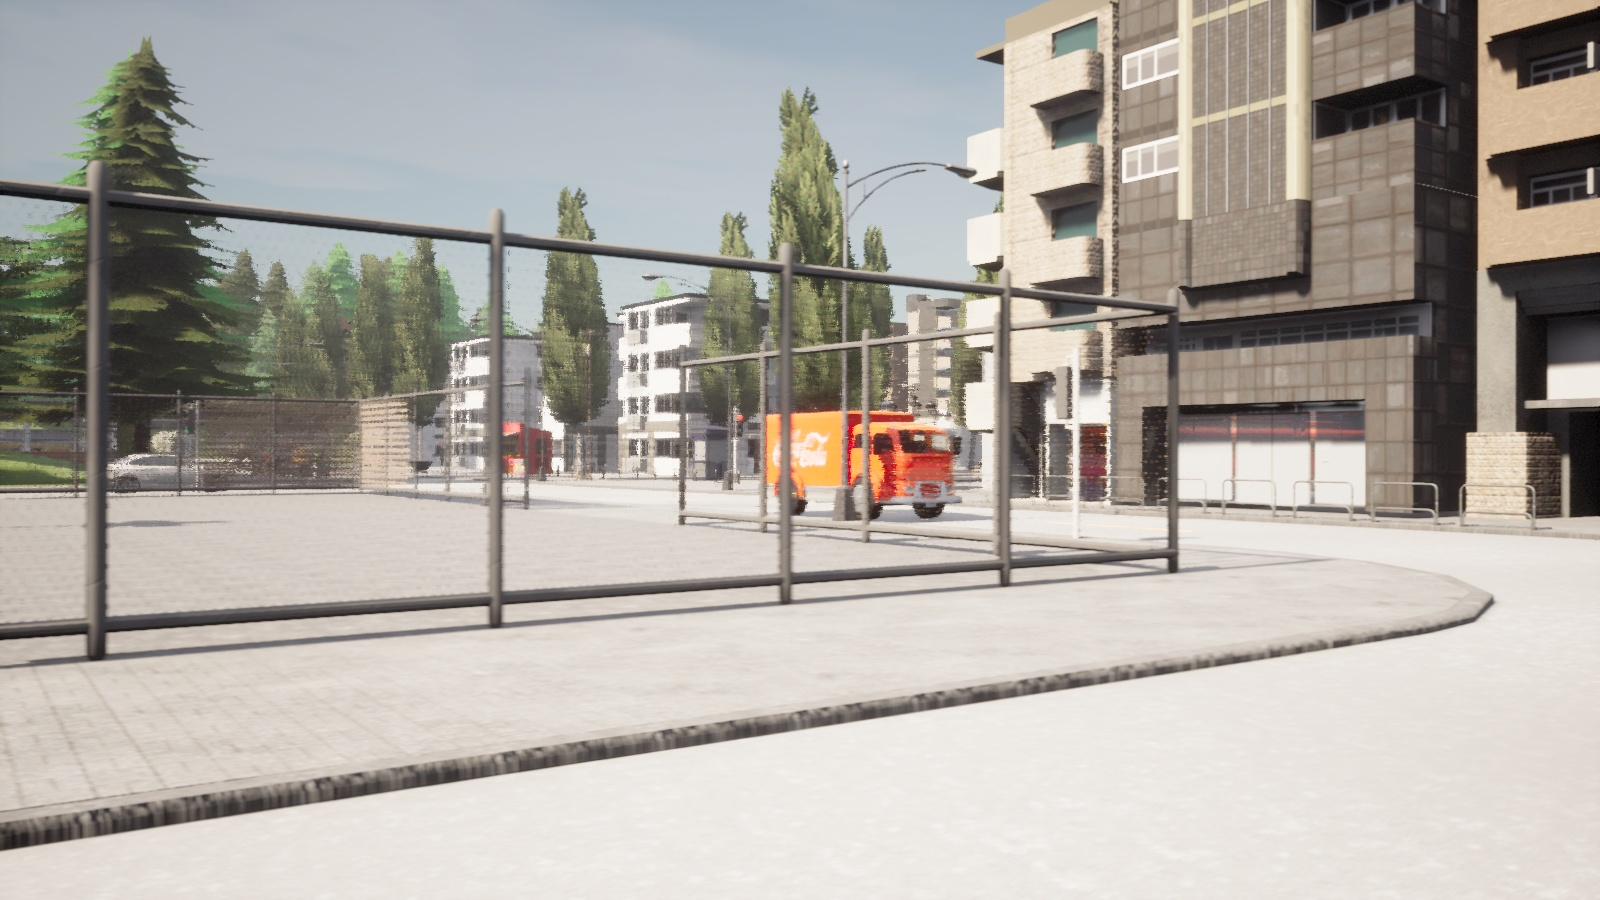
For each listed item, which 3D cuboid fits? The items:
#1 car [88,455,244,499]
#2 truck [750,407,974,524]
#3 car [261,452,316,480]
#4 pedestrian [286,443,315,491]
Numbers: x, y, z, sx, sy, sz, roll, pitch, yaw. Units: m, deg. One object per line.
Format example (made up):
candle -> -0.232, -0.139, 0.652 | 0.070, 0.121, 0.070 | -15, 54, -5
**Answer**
car -> -22.185, 0.927, 44.039 | 4.674, 1.442, 1.812 | 0, 0, -35
truck -> 1.331, 0.332, 29.474 | 2.627, 2.467, 5.204 | 0, 0, -35
car -> -30.820, 0.930, 75.595 | 2.033, 1.649, 4.856 | 0, 0, -35
pedestrian -> -19.479, 0.663, 48.953 | 0.874, 1.855, 0.900 | 0, 0, -35
